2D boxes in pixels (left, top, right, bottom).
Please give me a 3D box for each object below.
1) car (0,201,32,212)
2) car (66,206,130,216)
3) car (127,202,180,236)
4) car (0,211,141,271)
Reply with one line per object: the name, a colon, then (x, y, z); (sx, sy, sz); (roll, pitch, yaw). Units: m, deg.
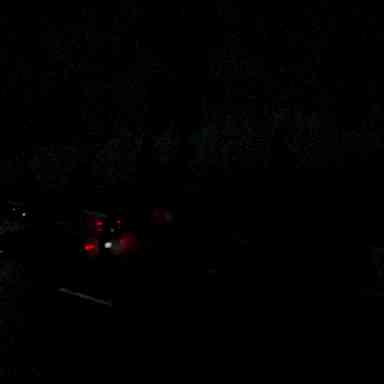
car: (-15.250, 1.509, 27.820); (4.892, 1.490, 1.837); (1, 0, 37)
car: (-5.388, 1.528, 16.090); (4.674, 1.442, 1.812); (-1, 0, 37)
car: (-2.896, 1.352, 18.591); (4.553, 1.767, 2.097); (0, 0, 37)
car: (-4.363, 1.548, 10.920); (5.357, 1.411, 2.033); (0, 0, 37)
